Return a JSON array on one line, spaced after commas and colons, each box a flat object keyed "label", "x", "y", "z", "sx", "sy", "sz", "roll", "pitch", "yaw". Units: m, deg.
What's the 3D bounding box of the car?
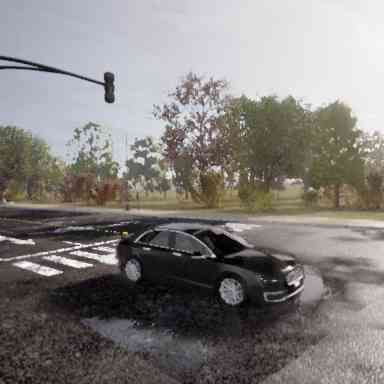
[{"label": "car", "x": 0.174, "y": 1.561, "z": 8.077, "sx": 4.892, "sy": 1.490, "sz": 1.837, "roll": 0, "pitch": 2, "yaw": 39}]
